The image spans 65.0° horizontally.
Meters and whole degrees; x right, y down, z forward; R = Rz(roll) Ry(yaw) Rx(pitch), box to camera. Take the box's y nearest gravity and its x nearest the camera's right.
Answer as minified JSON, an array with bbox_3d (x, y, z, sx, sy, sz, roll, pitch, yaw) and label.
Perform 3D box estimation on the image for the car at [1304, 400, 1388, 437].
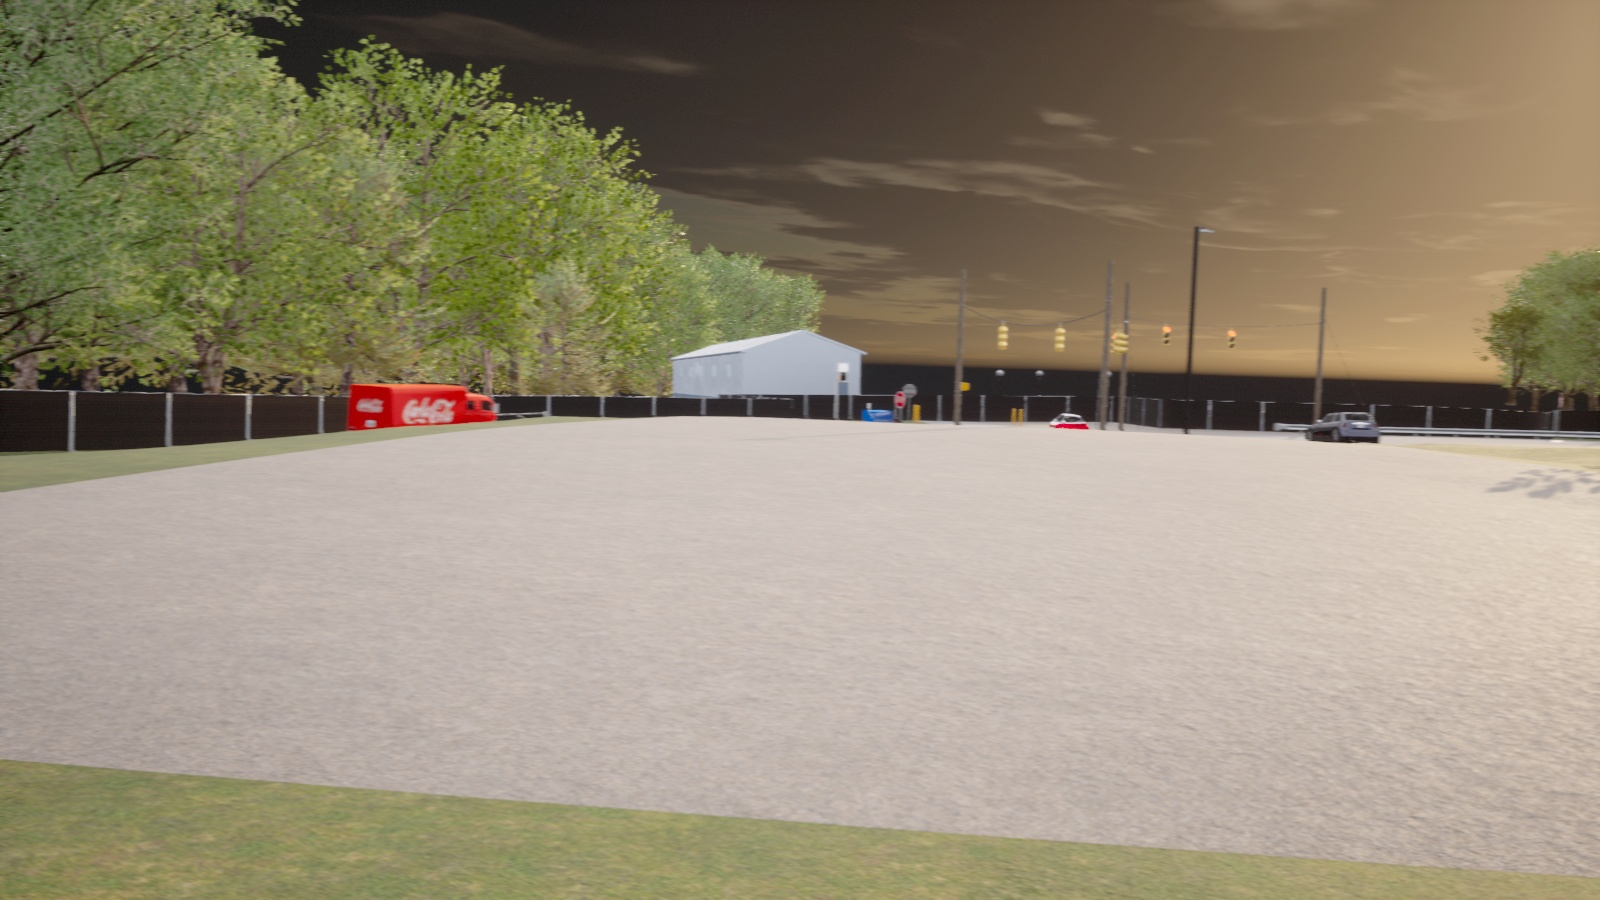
[{"bbox_3d":[24.107,-1.367,55.610,1.970,1.475,3.806,1,-1,-2],"label":"car"}]

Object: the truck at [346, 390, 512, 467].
[{"bbox_3d":[-13.098,-0.848,44.656,2.627,2.467,5.204,3,4,32],"label":"truck"}]

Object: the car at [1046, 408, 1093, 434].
[{"bbox_3d":[15.195,-1.636,70.776,2.207,1.376,1.481,-1,5,-9],"label":"car"}]
